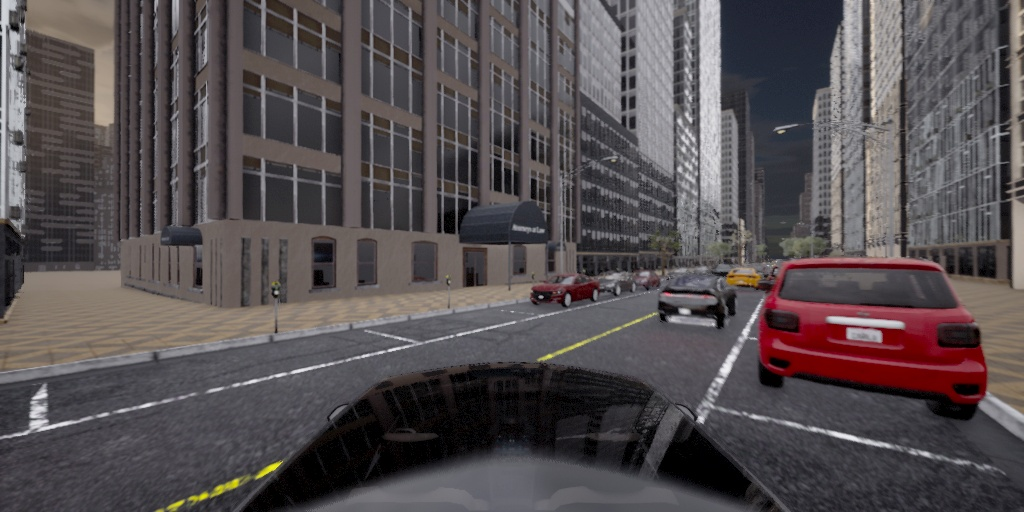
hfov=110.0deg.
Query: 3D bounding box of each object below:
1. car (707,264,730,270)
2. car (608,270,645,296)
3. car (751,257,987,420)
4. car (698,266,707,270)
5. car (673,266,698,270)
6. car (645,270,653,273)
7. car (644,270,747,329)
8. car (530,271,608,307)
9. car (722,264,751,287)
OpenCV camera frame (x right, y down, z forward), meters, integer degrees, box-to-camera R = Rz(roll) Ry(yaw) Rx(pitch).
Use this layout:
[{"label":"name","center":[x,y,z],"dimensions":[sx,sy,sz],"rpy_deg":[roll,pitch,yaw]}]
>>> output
[{"label":"car","center":[23.538,1.666,39.943],"dimensions":[2.097,1.767,4.553],"rpy_deg":[0,-1,38]},{"label":"car","center":[6.000,1.565,21.233],"dimensions":[2.007,1.370,4.403],"rpy_deg":[0,0,37]},{"label":"car","center":[5.774,1.059,6.376],"dimensions":[2.150,2.045,5.566],"rpy_deg":[0,-1,37]},{"label":"car","center":[23.166,1.912,43.878],"dimensions":[2.007,1.370,4.403],"rpy_deg":[0,0,37]},{"label":"car","center":[16.300,1.773,34.821],"dimensions":[2.007,1.370,4.403],"rpy_deg":[0,0,37]},{"label":"car","center":[9.434,1.666,25.762],"dimensions":[1.802,1.307,4.207],"rpy_deg":[0,0,37]},{"label":"car","center":[6.383,1.395,12.153],"dimensions":[2.128,1.511,4.902],"rpy_deg":[0,-1,37]},{"label":"car","center":[2.568,1.490,16.703],"dimensions":[1.888,1.381,4.507],"rpy_deg":[0,0,37]},{"label":"car","center":[16.687,1.591,25.749],"dimensions":[1.882,1.535,5.008],"rpy_deg":[0,-1,37]}]
